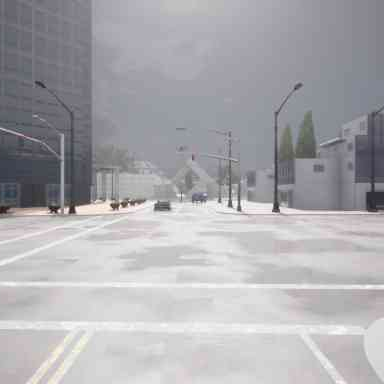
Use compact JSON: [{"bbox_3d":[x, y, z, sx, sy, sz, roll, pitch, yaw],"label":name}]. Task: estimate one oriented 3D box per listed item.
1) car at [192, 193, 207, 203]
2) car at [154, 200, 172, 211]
[{"bbox_3d":[1.519,1.221,69.611,2.150,2.045,5.566,0,0,15],"label":"car"},{"bbox_3d":[-3.614,1.601,41.604,1.895,1.301,4.718,0,0,0],"label":"car"}]
